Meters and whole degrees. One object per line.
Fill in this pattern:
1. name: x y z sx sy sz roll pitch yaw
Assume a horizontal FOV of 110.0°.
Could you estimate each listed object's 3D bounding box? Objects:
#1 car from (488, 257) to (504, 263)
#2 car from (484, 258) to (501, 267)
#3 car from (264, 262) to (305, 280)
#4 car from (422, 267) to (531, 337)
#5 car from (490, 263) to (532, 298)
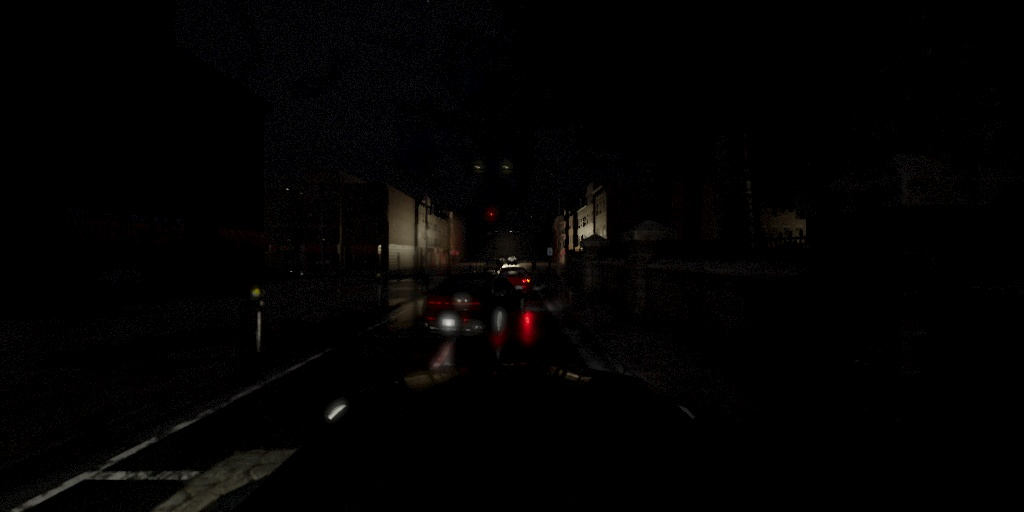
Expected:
1. car: -2.607 1.049 50.043 2.192 1.841 5.009 0 0 0
2. car: -2.611 1.260 44.421 1.751 1.417 4.829 0 0 0
3. car: -19.992 1.253 29.914 4.902 1.511 2.128 0 0 0
4. car: -0.876 1.250 10.419 1.837 1.490 4.892 0 0 13
5. car: 0.059 1.267 18.240 1.812 1.442 4.674 0 0 1
